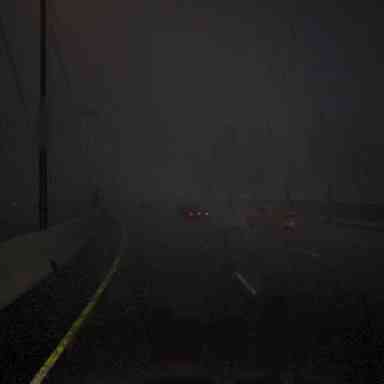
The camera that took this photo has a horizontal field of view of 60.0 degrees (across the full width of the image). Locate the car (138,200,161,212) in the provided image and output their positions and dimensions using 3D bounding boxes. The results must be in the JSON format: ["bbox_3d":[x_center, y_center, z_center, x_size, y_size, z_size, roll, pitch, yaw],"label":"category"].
[{"bbox_3d":[-5.276,1.658,40.824,1.812,1.442,4.674,0,0,-23],"label":"car"}]

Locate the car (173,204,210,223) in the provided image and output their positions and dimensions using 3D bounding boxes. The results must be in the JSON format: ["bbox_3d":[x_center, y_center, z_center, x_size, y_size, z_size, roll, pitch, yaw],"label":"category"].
[{"bbox_3d":[-0.140,1.625,26.261,2.033,1.411,5.357,0,0,-15],"label":"car"}]

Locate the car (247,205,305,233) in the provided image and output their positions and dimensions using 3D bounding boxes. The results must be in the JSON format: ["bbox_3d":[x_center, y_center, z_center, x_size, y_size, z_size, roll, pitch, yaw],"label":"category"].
[{"bbox_3d":[4.859,1.524,20.041,1.882,1.535,5.008,0,0,-10],"label":"car"}]
